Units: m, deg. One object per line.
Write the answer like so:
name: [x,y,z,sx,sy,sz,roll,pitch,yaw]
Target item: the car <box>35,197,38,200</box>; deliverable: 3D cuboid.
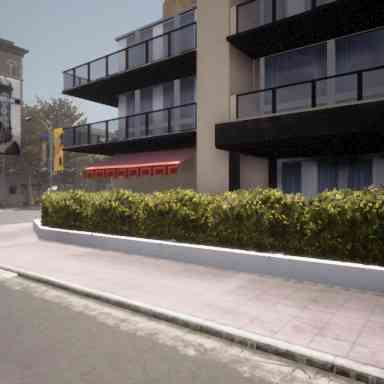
car: [-34.518,1.477,68.376,4.892,1.521,2.231,0,0,37]
